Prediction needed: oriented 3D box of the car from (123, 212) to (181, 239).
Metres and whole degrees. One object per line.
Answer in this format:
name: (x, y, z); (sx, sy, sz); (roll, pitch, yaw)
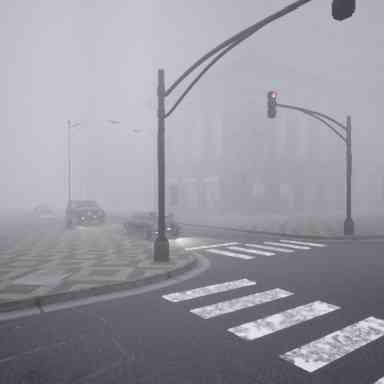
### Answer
car: (-2.402, 1.846, 19.468); (1.994, 1.385, 4.181); (0, -1, -35)

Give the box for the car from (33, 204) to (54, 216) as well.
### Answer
car: (-19.849, 2.356, 44.187); (2.033, 1.411, 5.357); (0, -1, -35)

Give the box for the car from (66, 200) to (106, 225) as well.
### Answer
car: (-9.536, 1.718, 29.537); (2.150, 2.045, 5.566); (0, -1, -35)
